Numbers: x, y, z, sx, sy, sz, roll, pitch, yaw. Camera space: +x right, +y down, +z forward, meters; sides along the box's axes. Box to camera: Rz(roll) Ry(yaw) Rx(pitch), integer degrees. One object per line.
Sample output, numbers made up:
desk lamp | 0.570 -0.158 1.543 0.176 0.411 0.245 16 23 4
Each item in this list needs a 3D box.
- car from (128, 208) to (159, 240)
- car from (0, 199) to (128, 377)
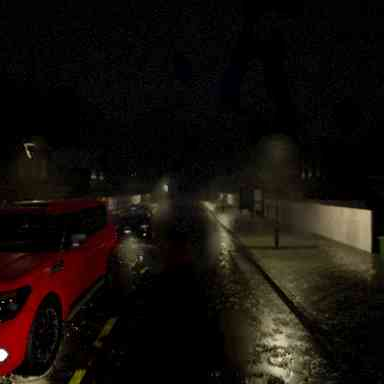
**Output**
car | -2.738 1.495 16.165 1.994 1.385 4.181 0 0 0
car | -2.829 1.187 5.876 2.150 2.045 5.566 0 0 0
